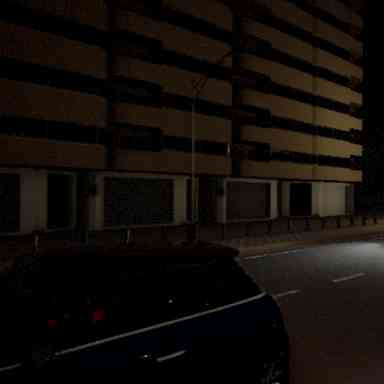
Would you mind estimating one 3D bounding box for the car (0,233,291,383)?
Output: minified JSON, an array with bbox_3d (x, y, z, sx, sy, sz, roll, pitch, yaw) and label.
[{"bbox_3d":[-1.179,1.358,3.139,4.553,1.767,2.097,1,0,-35],"label":"car"}]
